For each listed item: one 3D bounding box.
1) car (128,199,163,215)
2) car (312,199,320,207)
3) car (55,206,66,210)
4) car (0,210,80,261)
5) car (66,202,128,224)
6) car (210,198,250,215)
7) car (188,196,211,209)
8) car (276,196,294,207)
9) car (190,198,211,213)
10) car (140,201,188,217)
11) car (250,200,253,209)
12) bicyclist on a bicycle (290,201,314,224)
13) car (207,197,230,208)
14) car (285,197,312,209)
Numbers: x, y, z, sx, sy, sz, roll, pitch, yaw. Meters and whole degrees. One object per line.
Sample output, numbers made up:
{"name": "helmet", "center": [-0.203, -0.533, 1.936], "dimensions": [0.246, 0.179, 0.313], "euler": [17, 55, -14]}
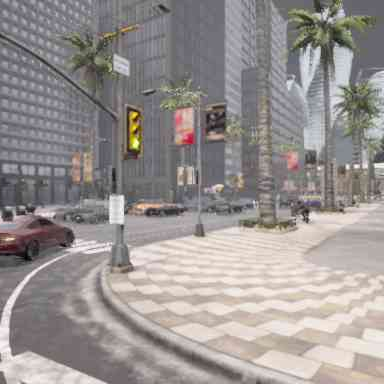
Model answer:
{"name": "car", "center": [-4.655, 1.638, 37.638], "dimensions": [2.097, 1.767, 4.553], "euler": [0, -1, 32]}
{"name": "car", "center": [21.898, 1.942, 60.214], "dimensions": [1.882, 1.535, 5.008], "euler": [0, -1, 31]}
{"name": "car", "center": [-10.058, 1.710, 28.998], "dimensions": [2.128, 1.511, 4.902], "euler": [0, 0, 32]}
{"name": "car", "center": [-6.188, 1.621, 12.581], "dimensions": [1.812, 1.442, 4.674], "euler": [-1, 0, 3]}
{"name": "car", "center": [-7.470, 1.765, 26.535], "dimensions": [1.994, 1.385, 4.181], "euler": [0, 0, 32]}
{"name": "car", "center": [4.488, 1.787, 38.681], "dimensions": [2.128, 1.511, 4.902], "euler": [0, -1, 32]}
{"name": "car", "center": [0.874, 1.575, 46.457], "dimensions": [2.150, 2.045, 5.566], "euler": [0, -1, 32]}
{"name": "car", "center": [17.299, 1.678, 59.367], "dimensions": [2.150, 2.045, 5.566], "euler": [0, -1, 32]}
{"name": "car", "center": [2.159, 1.825, 41.923], "dimensions": [1.837, 1.490, 4.892], "euler": [0, 0, 32]}
{"name": "car", "center": [-2.795, 1.860, 34.016], "dimensions": [1.895, 1.301, 4.718], "euler": [0, -1, 32]}
{"name": "car", "center": [7.544, 1.738, 50.480], "dimensions": [2.097, 1.767, 4.553], "euler": [0, -1, 32]}
{"name": "bicyclist on a bicycle", "center": [7.790, 1.484, 23.627], "dimensions": [1.656, 1.620, 0.582], "euler": [-1, -1, 32]}
{"name": "car", "center": [4.621, 1.798, 58.185], "dimensions": [2.185, 1.767, 4.553], "euler": [0, -1, 31]}
{"name": "car", "center": [16.478, 1.887, 51.340], "dimensions": [2.128, 1.511, 4.902], "euler": [0, -1, 31]}
